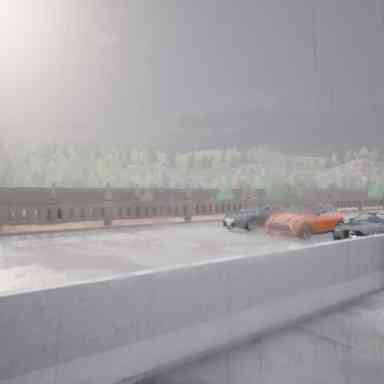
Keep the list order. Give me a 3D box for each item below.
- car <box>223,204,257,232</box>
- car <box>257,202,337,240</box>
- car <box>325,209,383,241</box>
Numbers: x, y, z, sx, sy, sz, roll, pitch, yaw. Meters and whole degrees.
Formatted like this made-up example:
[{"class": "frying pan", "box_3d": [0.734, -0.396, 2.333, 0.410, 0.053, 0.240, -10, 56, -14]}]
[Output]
[{"class": "car", "box_3d": [4.028, 1.498, 20.030, 4.902, 1.511, 2.128, 0, 0, -37]}, {"class": "car", "box_3d": [5.820, 1.356, 17.001, 4.553, 1.767, 2.097, 0, 0, -37]}, {"class": "car", "box_3d": [7.851, 1.566, 14.149, 4.181, 1.385, 1.994, 0, 0, -37]}]
